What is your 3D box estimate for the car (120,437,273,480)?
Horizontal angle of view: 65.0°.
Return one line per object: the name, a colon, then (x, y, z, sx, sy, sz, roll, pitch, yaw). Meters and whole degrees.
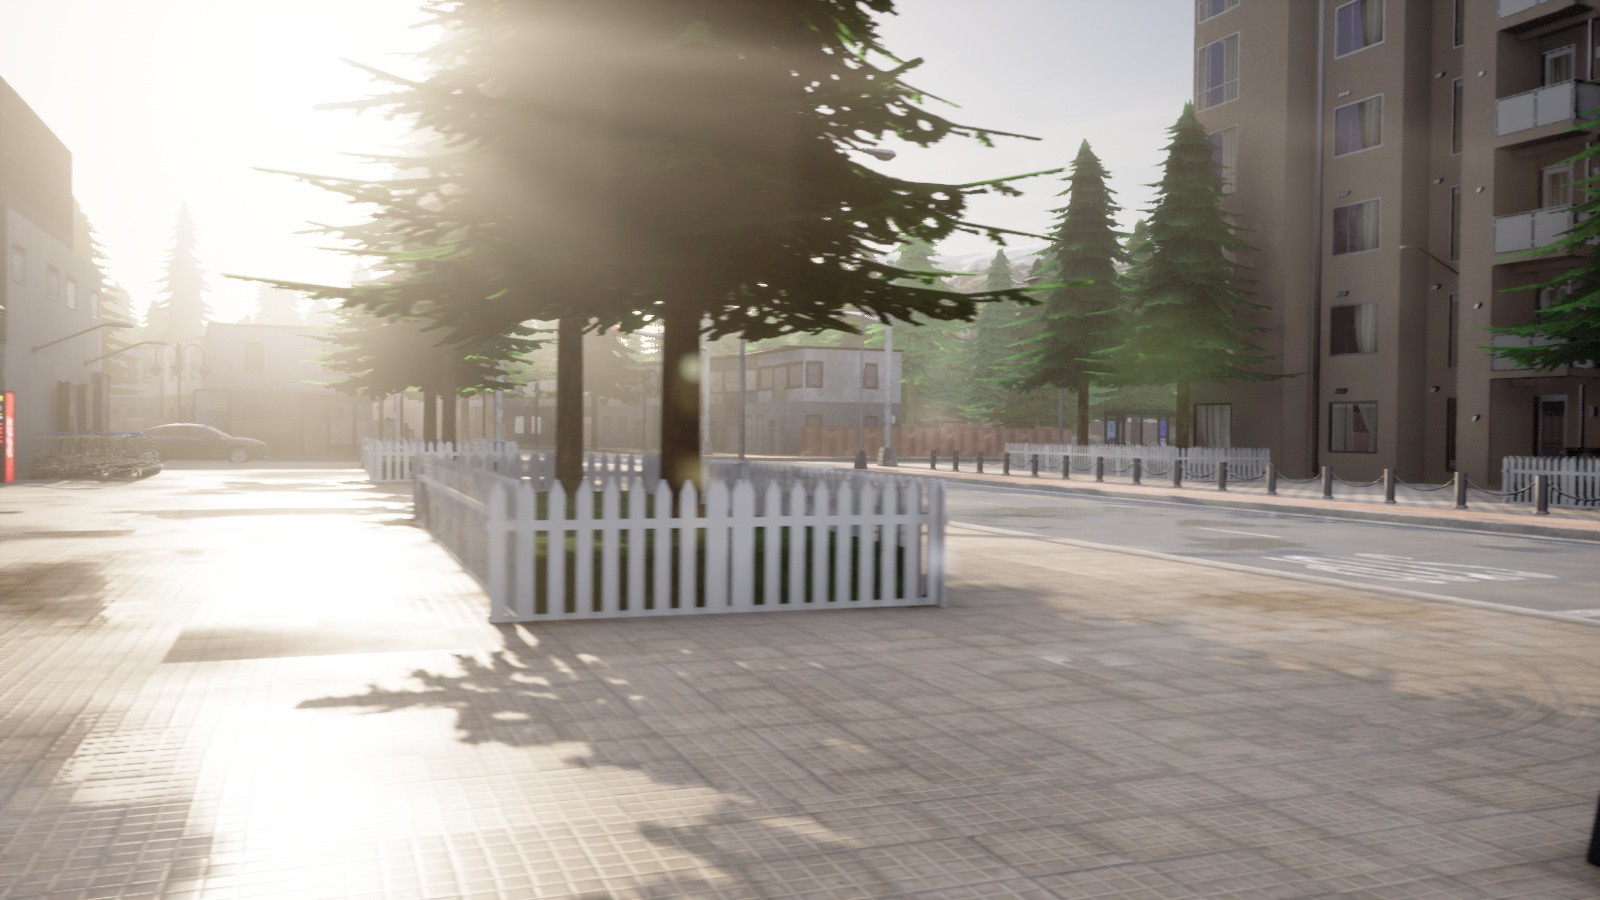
car: (-22.147, 0.289, 46.317, 4.892, 1.490, 1.837, -1, 1, -20)
